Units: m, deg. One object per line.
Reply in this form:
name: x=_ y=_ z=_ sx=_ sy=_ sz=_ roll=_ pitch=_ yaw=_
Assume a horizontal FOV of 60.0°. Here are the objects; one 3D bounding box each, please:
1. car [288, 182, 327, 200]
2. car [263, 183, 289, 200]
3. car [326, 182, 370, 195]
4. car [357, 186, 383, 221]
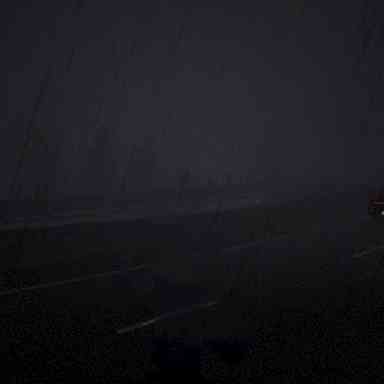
car: x=11.264 y=-0.140 z=30.047 sx=4.892 sy=1.490 sz=1.837 roll=-6 pitch=3 yaw=-37
car: x=8.992 y=-0.098 z=32.717 sx=4.674 sy=1.442 sz=1.812 roll=-5 pitch=3 yaw=-37
car: x=13.291 y=-0.078 z=27.192 sx=4.181 sy=1.385 sz=1.994 roll=-5 pitch=3 yaw=-37
car: x=10.320 y=0.526 z=15.959 sx=4.902 sy=1.511 sz=2.128 roll=-5 pitch=3 yaw=-37
